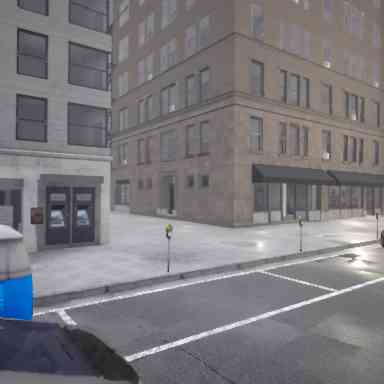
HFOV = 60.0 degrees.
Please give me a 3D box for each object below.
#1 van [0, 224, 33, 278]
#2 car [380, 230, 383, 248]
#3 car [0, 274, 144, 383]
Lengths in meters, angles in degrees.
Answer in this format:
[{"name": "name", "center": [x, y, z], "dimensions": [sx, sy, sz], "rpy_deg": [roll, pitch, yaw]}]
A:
[{"name": "van", "center": [-4.006, 1.341, 3.892], "dimensions": [3.998, 1.788, 1.690], "rpy_deg": [0, 1, -36]}, {"name": "car", "center": [9.373, 1.579, 13.457], "dimensions": [4.313, 1.339, 1.947], "rpy_deg": [0, 1, -36]}, {"name": "car", "center": [-2.274, 1.564, 1.755], "dimensions": [4.181, 1.385, 1.994], "rpy_deg": [0, 0, -36]}]
